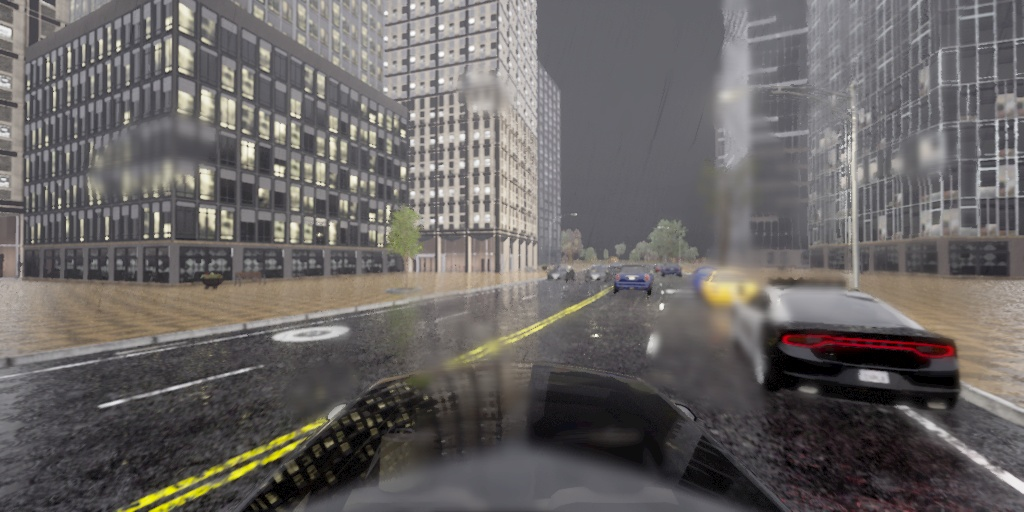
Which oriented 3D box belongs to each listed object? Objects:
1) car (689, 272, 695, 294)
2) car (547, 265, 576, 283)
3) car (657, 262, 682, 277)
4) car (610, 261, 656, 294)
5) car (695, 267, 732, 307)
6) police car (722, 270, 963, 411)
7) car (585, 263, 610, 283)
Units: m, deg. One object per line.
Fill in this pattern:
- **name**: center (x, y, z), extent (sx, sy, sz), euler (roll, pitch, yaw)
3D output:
- **car**: center (11.752, 1.428, 21.323), extent (1.882, 1.535, 5.008), euler (0, -1, 22)
- **car**: center (4.540, 1.568, 32.586), extent (2.128, 1.511, 4.902), euler (0, -1, 21)
- **car**: center (18.650, 1.527, 42.261), extent (2.097, 1.767, 4.553), euler (0, -1, 19)
- **car**: center (7.591, 1.314, 22.191), extent (2.097, 1.767, 4.553), euler (0, -1, 23)
- **car**: center (9.466, 1.350, 15.879), extent (1.801, 1.575, 5.366), euler (0, -1, 23)
- **police car**: center (5.300, 1.223, 6.526), extent (1.930, 1.638, 5.238), euler (0, -1, 25)
- **car**: center (7.666, 1.556, 31.663), extent (2.128, 1.511, 4.902), euler (0, -1, 21)
